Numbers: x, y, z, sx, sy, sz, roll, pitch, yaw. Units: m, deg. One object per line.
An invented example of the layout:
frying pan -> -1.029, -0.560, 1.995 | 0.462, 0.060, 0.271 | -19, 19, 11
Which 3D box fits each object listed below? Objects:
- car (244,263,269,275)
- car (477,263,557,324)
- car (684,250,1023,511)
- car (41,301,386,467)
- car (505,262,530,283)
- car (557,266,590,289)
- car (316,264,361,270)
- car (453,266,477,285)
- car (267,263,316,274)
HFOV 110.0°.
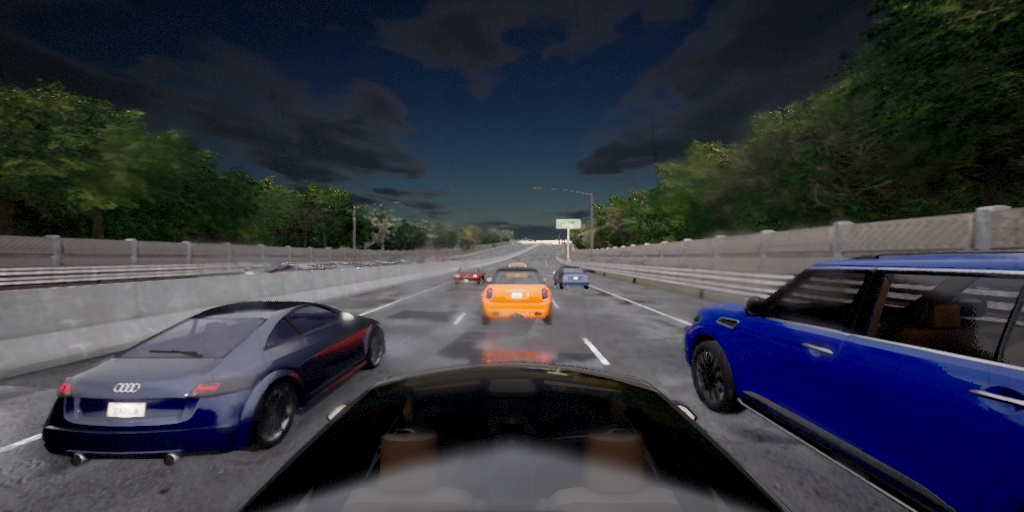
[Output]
car -> -20.698, 1.332, 30.946 | 2.128, 1.511, 4.902 | 0, 0, 2
car -> 0.166, 1.140, 12.274 | 2.097, 1.767, 4.553 | 0, 0, 1
car -> 3.588, 0.979, 2.883 | 2.150, 2.045, 5.566 | 0, 0, 0
car -> -3.393, 1.325, 5.167 | 1.994, 1.385, 4.181 | 0, 0, 0
car -> 0.475, 1.330, 30.075 | 1.882, 1.535, 5.008 | 0, 0, 1
car -> 3.832, 1.380, 23.804 | 2.033, 1.411, 5.357 | 0, 0, 1
car -> -13.729, 1.390, 30.041 | 2.033, 1.411, 5.357 | 0, 0, 1
car -> -3.098, 1.440, 27.098 | 1.895, 1.301, 4.718 | 0, 0, 1
car -> -17.246, 1.438, 29.294 | 1.895, 1.301, 4.718 | 0, 0, 1
